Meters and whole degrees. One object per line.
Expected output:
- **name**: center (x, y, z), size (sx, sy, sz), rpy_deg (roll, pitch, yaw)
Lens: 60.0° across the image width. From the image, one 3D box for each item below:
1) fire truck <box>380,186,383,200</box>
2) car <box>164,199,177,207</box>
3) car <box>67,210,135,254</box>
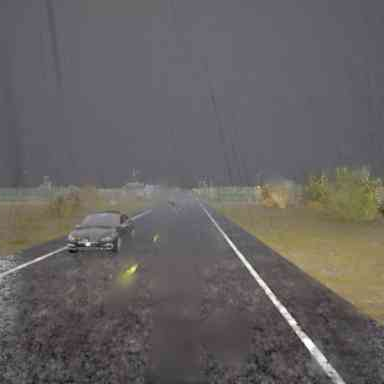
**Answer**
- **fire truck**: center (43.786, 0.415, 84.043), size (8.468, 3.827, 2.891), rpy_deg (0, 0, 0)
- **car**: center (-3.550, 1.778, 55.109), size (1.895, 1.301, 4.718), rpy_deg (0, 0, 1)
- **car**: center (-3.598, 1.567, 13.925), size (1.837, 1.490, 4.892), rpy_deg (0, 0, 0)
